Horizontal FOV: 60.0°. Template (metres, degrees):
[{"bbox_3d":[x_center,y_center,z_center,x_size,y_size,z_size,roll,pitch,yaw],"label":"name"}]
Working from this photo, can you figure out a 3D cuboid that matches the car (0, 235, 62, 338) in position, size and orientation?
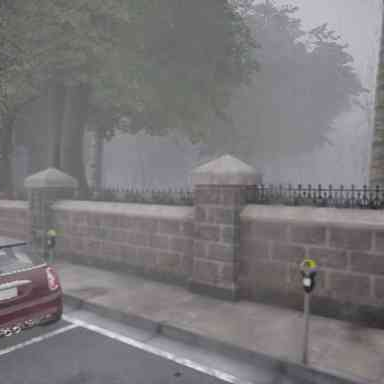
[{"bbox_3d":[-4.127,1.438,5.731,4.097,1.590,1.967,0,1,36],"label":"car"}]
